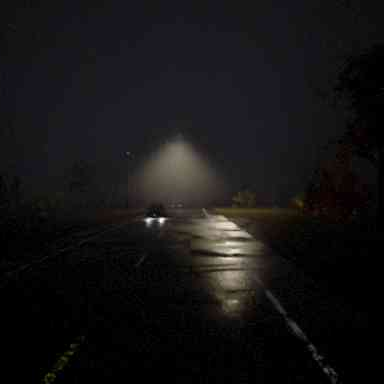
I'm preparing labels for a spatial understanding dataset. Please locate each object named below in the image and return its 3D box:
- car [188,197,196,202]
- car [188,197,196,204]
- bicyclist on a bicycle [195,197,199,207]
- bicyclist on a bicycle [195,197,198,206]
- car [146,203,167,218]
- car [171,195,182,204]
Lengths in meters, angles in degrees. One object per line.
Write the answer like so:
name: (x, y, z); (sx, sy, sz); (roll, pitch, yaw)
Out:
car: (-0.001, 2.040, 89.775); (1.994, 1.385, 4.181); (0, 0, 0)
car: (-0.001, 2.145, 77.723); (1.994, 1.385, 4.181); (0, 0, 0)
bicyclist on a bicycle: (0.963, 1.943, 61.222); (0.582, 1.620, 1.656); (0, -1, 0)
bicyclist on a bicycle: (0.963, 1.912, 68.888); (0.659, 1.776, 1.843); (0, 0, 0)
car: (-3.600, 1.841, 34.553); (2.033, 1.411, 5.357); (0, 0, 0)
car: (-3.501, 1.652, 76.039); (2.150, 2.045, 5.566); (0, 0, 0)
